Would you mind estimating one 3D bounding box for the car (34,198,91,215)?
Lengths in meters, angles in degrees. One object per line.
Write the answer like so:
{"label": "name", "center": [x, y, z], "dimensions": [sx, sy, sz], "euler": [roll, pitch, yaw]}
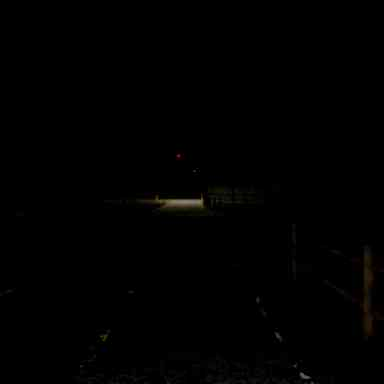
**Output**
{"label": "car", "center": [-11.598, 1.269, 29.800], "dimensions": [5.008, 1.535, 1.882], "euler": [1, -1, 12]}
